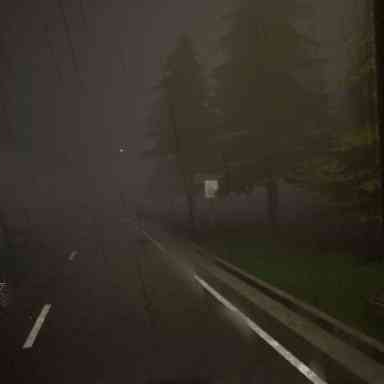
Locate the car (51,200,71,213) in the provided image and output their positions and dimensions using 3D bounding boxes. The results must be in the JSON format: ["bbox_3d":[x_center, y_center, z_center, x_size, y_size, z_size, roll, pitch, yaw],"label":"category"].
[{"bbox_3d":[-21.888,2.348,56.510,2.150,2.045,5.566,-3,0,-15],"label":"car"}]

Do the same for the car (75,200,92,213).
[{"bbox_3d":[-16.372,2.366,49.665,1.812,1.442,4.674,-3,0,-15],"label":"car"}]

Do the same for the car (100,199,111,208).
[{"bbox_3d":[-18.276,2.290,69.976,2.097,1.767,4.553,-3,0,-15],"label":"car"}]

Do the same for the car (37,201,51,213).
[{"bbox_3d":[-26.349,2.580,59.622,2.150,2.045,5.566,-3,0,-15],"label":"car"}]
